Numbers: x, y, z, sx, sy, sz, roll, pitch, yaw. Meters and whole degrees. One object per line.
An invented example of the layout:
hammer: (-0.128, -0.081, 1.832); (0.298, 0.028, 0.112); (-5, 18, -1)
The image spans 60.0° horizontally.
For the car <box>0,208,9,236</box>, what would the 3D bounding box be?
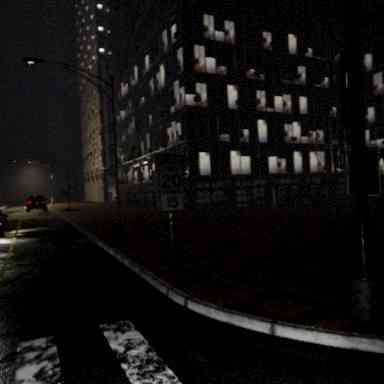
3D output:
car: (-11.726, 1.699, 19.095); (1.837, 1.490, 4.892); (-3, 1, -26)

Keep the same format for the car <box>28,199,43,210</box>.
car: (-23.876, 1.834, 50.786); (1.994, 1.385, 4.181); (-3, 1, -26)

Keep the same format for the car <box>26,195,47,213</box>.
car: (-19.193, 1.427, 41.157); (2.150, 2.045, 5.566); (-3, 1, -25)
